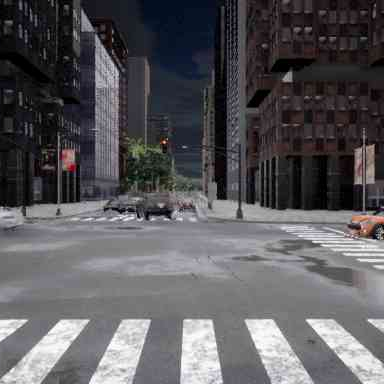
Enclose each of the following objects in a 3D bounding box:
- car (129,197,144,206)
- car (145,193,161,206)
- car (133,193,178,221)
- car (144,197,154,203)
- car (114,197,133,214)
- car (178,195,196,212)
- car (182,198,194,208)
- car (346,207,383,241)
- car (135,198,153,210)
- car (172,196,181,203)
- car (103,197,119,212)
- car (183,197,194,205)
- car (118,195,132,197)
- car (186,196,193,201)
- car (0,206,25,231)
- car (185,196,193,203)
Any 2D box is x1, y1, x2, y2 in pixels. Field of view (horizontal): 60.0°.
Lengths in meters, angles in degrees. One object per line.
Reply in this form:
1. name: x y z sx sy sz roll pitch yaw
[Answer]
1. car: -9.139 1.570 55.078 1.752 1.417 4.829 0 0 0
2. car: -6.465 1.268 55.970 2.150 2.045 5.566 0 0 0
3. car: -3.171 1.199 27.632 2.150 2.045 5.566 -2 0 -19
4. car: -9.216 1.668 71.527 1.802 1.307 4.206 0 0 0
5. car: -6.380 1.547 35.101 2.033 1.411 5.357 0 0 0
6. car: -0.539 1.448 39.008 1.967 1.590 4.097 0 0 0
7. car: -0.589 1.614 49.857 1.802 1.307 4.206 0 0 0
8. car: 10.565 1.527 17.391 4.553 1.767 2.097 1 0 -5
9. car: -6.427 1.548 45.327 1.812 1.442 4.674 0 0 0
10. car: -3.468 1.693 75.525 1.895 1.301 4.718 0 0 0
11. car: -9.064 1.574 38.971 1.947 1.339 4.313 0 0 0
12. car: -0.640 1.603 60.707 1.887 1.381 4.507 0 0 0
13. car: -9.090 1.335 44.397 2.192 1.841 5.009 0 0 0
14. car: -0.794 1.695 93.257 1.887 1.381 4.507 0 0 0
15. car: -11.356 1.389 17.582 4.674 1.442 1.812 1 0 0
16. car: -0.692 1.612 71.727 1.752 1.417 4.829 0 0 0
